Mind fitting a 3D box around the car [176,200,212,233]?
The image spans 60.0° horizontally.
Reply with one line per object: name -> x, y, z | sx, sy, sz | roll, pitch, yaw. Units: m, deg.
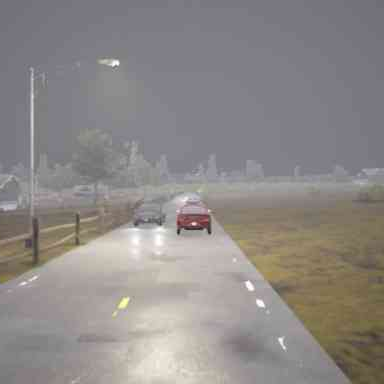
car -> 0.103, 1.471, 19.480 | 1.882, 1.535, 5.008 | 0, 0, 0

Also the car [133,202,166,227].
car -> -2.840, 1.492, 23.054 | 1.837, 1.490, 4.892 | 0, 0, 0

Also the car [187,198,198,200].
car -> 0.106, 1.446, 40.081 | 1.812, 1.442, 4.674 | 0, 0, 0
